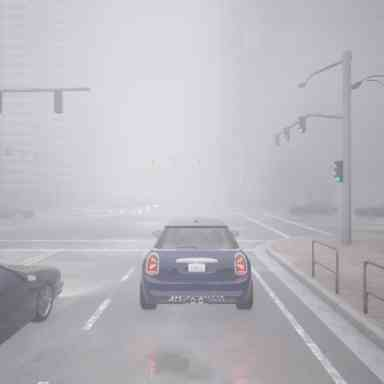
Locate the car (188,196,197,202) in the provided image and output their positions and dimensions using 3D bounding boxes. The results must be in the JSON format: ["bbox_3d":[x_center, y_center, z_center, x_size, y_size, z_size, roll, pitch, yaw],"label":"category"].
[{"bbox_3d":[0.123,1.553,72.632,1.994,1.385,4.181,0,0,0],"label":"car"}]

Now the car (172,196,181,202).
[{"bbox_3d":[-3.383,1.465,72.231,2.033,1.411,5.357,0,0,0],"label":"car"}]

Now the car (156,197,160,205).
[{"bbox_3d":[-6.972,1.601,60.367,1.895,1.301,4.718,0,0,0],"label":"car"}]

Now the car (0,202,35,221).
[{"bbox_3d":[-14.945,1.477,25.908,5.008,1.535,1.882,0,0,-9],"label":"car"}]

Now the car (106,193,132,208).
[{"bbox_3d":[-10.519,1.352,48.143,2.097,1.767,4.553,0,0,0],"label":"car"}]

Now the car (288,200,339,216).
[{"bbox_3d":[11.708,1.526,32.177,4.674,1.442,1.812,0,0,1],"label":"car"}]

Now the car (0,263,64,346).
[{"bbox_3d":[-3.414,1.547,4.142,2.033,1.411,5.357,0,0,-1],"label":"car"}]

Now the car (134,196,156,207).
[{"bbox_3d":[-7.013,1.564,50.406,1.994,1.385,4.181,0,0,0],"label":"car"}]

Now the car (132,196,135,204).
[{"bbox_3d":[-10.481,1.505,58.088,1.837,1.490,4.892,0,0,0],"label":"car"}]

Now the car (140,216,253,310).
[{"bbox_3d":[0.092,1.352,8.000,2.097,1.767,4.553,0,0,0],"label":"car"}]

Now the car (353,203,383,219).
[{"bbox_3d":[16.502,1.601,28.634,4.718,1.301,1.895,0,0,1],"label":"car"}]
